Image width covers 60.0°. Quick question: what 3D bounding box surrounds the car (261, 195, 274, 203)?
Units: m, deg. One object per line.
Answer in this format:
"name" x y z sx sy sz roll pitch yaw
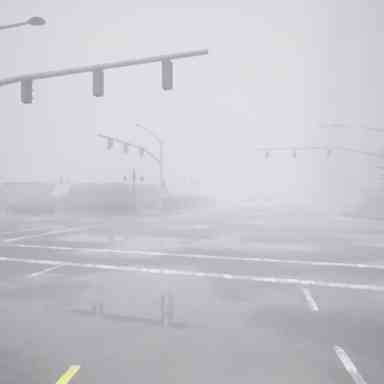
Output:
"car" 15.302 1.513 67.752 2.128 1.511 4.902 0 0 17

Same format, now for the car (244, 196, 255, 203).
"car" 11.954 1.513 68.771 2.128 1.511 4.902 0 0 17

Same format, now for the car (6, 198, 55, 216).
"car" -15.922 1.403 32.752 4.553 1.767 2.097 0 0 17
